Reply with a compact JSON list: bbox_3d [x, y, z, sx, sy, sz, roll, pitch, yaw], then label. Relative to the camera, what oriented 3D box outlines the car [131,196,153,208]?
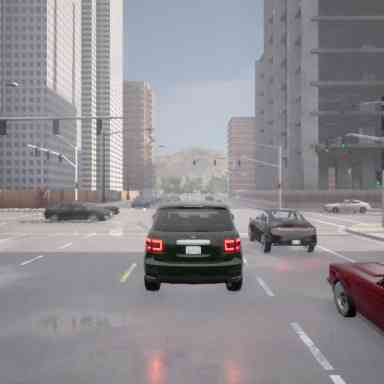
[{"bbox_3d":[-7.381,1.352,47.955,2.097,1.767,4.553,0,0,1],"label":"car"}]

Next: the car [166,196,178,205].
[{"bbox_3d":[-3.684,1.505,61.600,1.837,1.490,4.892,0,0,1],"label":"car"}]

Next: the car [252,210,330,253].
[{"bbox_3d":[3.540,1.492,13.726,2.128,1.511,4.902,0,0,0],"label":"car"}]

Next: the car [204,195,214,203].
[{"bbox_3d":[3.580,1.504,70.119,1.837,1.490,4.892,0,0,1],"label":"car"}]

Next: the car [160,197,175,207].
[{"bbox_3d":[-3.833,1.505,52.221,1.837,1.490,4.892,0,0,1],"label":"car"}]

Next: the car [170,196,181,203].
[{"bbox_3d":[-3.492,1.553,71.365,1.994,1.385,4.181,0,0,1],"label":"car"}]

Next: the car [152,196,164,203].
[{"bbox_3d":[-7.024,1.601,69.026,1.895,1.301,4.718,0,0,1],"label":"car"}]

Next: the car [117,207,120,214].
[{"bbox_3d":[-8.955,1.601,29.998,4.718,1.301,1.895,0,0,-19],"label":"car"}]

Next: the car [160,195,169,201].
[{"bbox_3d":[-6.837,1.416,82.765,1.837,1.490,4.892,0,0,1],"label":"car"}]

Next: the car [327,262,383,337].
[{"bbox_3d":[3.590,1.601,4.472,1.895,1.301,4.718,0,0,0],"label":"car"}]

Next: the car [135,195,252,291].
[{"bbox_3d":[0.034,1.221,9.149,2.150,2.045,5.566,0,0,0],"label":"car"}]

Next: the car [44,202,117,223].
[{"bbox_3d":[-8.511,1.504,24.979,4.892,1.490,1.837,0,0,0],"label":"car"}]

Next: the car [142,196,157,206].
[{"bbox_3d":[-7.271,1.505,56.856,1.837,1.490,4.892,0,0,1],"label":"car"}]

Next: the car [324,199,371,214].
[{"bbox_3d":[16.543,1.526,35.573,4.674,1.442,1.812,0,0,0],"label":"car"}]
